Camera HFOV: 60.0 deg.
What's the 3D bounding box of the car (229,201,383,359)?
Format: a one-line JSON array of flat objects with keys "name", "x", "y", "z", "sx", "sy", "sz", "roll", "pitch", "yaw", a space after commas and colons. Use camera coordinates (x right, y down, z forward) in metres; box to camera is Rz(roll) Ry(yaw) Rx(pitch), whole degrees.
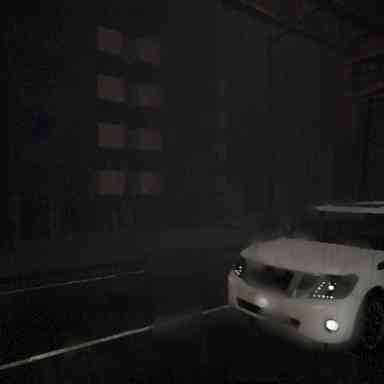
[{"name": "car", "x": 3.257, "y": 1.220, "z": 6.349, "sx": 5.566, "sy": 2.045, "sz": 2.150, "roll": 0, "pitch": 0, "yaw": -36}]
